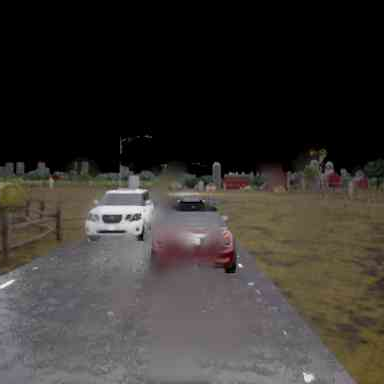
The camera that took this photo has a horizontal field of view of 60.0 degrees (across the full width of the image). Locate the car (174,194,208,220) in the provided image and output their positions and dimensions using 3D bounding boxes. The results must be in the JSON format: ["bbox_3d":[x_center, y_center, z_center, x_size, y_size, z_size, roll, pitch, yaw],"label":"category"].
[{"bbox_3d":[-0.040,0.970,23.340,2.128,1.511,4.902,0,1,0],"label":"car"}]

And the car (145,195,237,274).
[{"bbox_3d":[0.035,1.124,9.891,2.097,1.767,4.553,0,1,0],"label":"car"}]

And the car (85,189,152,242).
[{"bbox_3d":[-2.920,0.886,14.753,2.150,2.045,5.566,0,1,0],"label":"car"}]
